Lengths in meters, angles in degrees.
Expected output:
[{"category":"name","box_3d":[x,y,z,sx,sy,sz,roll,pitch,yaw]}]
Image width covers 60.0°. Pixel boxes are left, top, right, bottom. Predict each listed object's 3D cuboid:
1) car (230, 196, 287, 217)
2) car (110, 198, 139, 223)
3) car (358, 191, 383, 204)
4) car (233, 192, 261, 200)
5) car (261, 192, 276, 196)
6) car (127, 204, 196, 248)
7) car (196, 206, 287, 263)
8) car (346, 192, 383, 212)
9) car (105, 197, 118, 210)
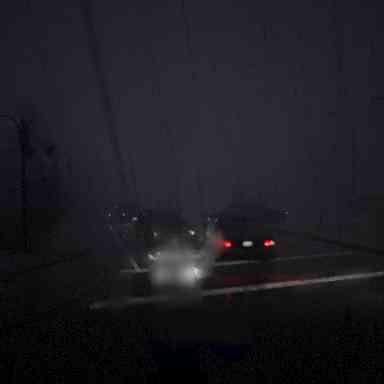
[{"category":"car","box_3d":[3.151,1.303,18.645,5.357,1.411,2.033,-5,3,-41]},{"category":"car","box_3d":[-4.666,1.407,24.803,2.033,1.411,5.357,-1,1,-18]},{"category":"car","box_3d":[23.788,0.694,43.294,1.845,1.501,3.633,-1,0,-17]},{"category":"car","box_3d":[7.234,0.883,46.213,2.007,1.523,4.514,-1,0,-17]},{"category":"car","box_3d":[10.219,0.831,47.178,2.152,1.636,5.027,-1,0,-17]},{"category":"car","box_3d":[-1.395,1.453,14.689,2.033,1.411,5.357,-1,0,-18]},{"category":"car","box_3d":[1.427,1.445,11.616,2.033,1.411,5.357,-1,0,-2]},{"category":"car","box_3d":[15.526,0.971,29.282,1.970,1.475,3.806,-1,0,-17]},{"category":"car","box_3d":[-9.613,1.334,40.684,2.033,1.411,5.357,-1,0,-17]}]
